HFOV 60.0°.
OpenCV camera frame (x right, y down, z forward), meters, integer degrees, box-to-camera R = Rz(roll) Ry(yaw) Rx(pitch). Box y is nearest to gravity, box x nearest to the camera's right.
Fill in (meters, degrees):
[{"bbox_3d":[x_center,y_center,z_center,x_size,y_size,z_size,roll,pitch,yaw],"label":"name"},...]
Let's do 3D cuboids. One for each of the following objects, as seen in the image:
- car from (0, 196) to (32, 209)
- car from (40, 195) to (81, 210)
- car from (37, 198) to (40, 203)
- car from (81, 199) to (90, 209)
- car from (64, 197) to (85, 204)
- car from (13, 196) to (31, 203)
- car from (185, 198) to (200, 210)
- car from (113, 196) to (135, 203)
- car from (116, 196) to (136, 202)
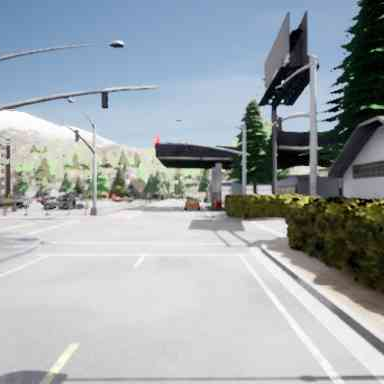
[{"bbox_3d":[-24.632,1.361,45.773,4.605,1.855,1.932,0,0,0],"label":"car"},{"bbox_3d":[-16.747,1.322,42.528,3.866,1.878,1.905,0,0,0],"label":"car"},{"bbox_3d":[-23.986,1.633,58.232,4.514,1.523,2.007,0,0,0],"label":"car"},{"bbox_3d":[-16.153,1.625,45.854,3.806,1.475,1.970,0,0,0],"label":"car"},{"bbox_3d":[-23.996,1.712,68.225,3.633,1.501,1.845,0,0,0],"label":"car"},{"bbox_3d":[-42.486,1.851,83.101,3.633,1.501,1.845,0,0,0],"label":"car"},{"bbox_3d":[0.046,1.619,46.714,2.097,1.767,4.553,0,0,0],"label":"car"},{"bbox_3d":[-16.384,1.790,80.110,5.027,1.636,2.152,0,0,0],"label":"car"},{"bbox_3d":[-16.453,1.817,83.247,4.514,1.523,2.007,0,0,0],"label":"car"}]
